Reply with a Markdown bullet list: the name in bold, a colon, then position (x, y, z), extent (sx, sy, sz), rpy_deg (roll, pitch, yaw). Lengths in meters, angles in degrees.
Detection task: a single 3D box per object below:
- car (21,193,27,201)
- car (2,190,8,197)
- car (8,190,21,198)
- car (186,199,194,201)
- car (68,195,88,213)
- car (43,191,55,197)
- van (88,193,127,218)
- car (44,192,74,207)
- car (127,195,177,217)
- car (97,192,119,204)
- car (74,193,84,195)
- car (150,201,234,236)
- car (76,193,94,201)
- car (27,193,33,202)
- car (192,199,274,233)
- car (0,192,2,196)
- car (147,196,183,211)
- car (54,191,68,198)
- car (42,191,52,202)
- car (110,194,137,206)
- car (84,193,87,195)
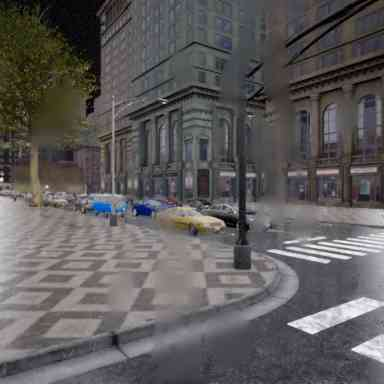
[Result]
- **car**: position (-26.202, 0.830, 54.656), extent (2.008, 1.369, 4.403), rpy_deg (1, 0, -35)
- **car**: position (-42.404, 0.330, 77.597), extent (1.967, 1.590, 4.097), rpy_deg (1, 0, -35)
- **car**: position (-35.922, 0.483, 68.420), extent (1.967, 1.590, 4.097), rpy_deg (1, 0, -35)
- **car**: position (0.202, 1.314, 32.048), extent (1.947, 1.339, 4.313), rpy_deg (1, 0, -35)
- **car**: position (-9.997, 1.230, 31.711), extent (2.008, 1.369, 4.403), rpy_deg (1, 0, -35)
- **car**: position (-35.445, 0.471, 82.518), extent (1.802, 1.307, 4.206), rpy_deg (1, 0, -35)
- **van**: position (-6.755, 1.091, 27.122), extent (1.690, 1.788, 3.998), rpy_deg (1, 0, -35)
- **car**: position (-16.382, 1.051, 40.753), extent (1.752, 1.417, 4.829), rpy_deg (1, 0, -35)
- **car**: position (-3.057, 1.257, 26.485), extent (1.882, 1.535, 5.008), rpy_deg (0, 1, -35)
- **car**: position (-12.759, 0.880, 50.403), extent (1.967, 1.590, 4.097), rpy_deg (1, 0, -35)
- **car**: position (-17.006, 0.960, 46.378), extent (1.837, 1.490, 4.892), rpy_deg (0, 0, -35)
- **car**: position (-0.176, 1.398, 17.802), extent (1.752, 1.417, 4.829), rpy_deg (1, 0, -35)
- **car**: position (-19.242, 0.860, 59.579), extent (1.802, 1.307, 4.206), rpy_deg (1, 0, -35)
- **car**: position (-22.961, 0.910, 50.068), extent (2.008, 1.369, 4.403), rpy_deg (1, 0, -35)
- **car**: position (2.385, 1.370, 18.789), extent (2.128, 1.511, 4.902), rpy_deg (0, 1, -36)
- **car**: position (-45.645, 0.254, 82.186), extent (1.967, 1.590, 4.097), rpy_deg (1, 0, -35)
- **car**: position (-3.037, 1.223, 36.636), extent (1.887, 1.381, 4.507), rpy_deg (1, 0, -35)
- **car**: position (-28.963, 0.587, 73.342), extent (1.887, 1.381, 4.507), rpy_deg (1, 0, -35)
- **car**: position (-19.720, 0.991, 45.480), extent (2.008, 1.369, 4.403), rpy_deg (1, 0, -35)
- **car**: position (-9.520, 1.073, 45.815), extent (2.008, 1.369, 4.403), rpy_deg (1, 0, -35)
- **car**: position (-16.001, 0.909, 54.991), extent (2.008, 1.369, 4.403), rpy_deg (1, 0, -35)
